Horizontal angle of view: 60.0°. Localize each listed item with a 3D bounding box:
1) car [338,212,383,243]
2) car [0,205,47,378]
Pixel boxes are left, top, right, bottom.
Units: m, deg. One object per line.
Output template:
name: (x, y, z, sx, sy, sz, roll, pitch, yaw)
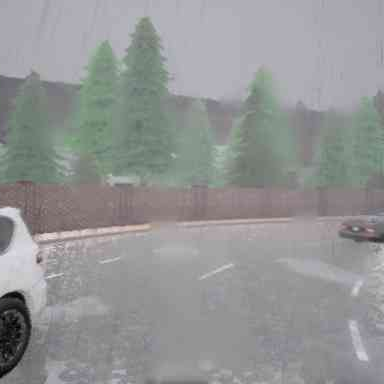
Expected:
car: (8.952, 1.565, 14.536, 5.357, 1.411, 2.033, 0, 0, -24)
car: (-3.489, 1.182, 2.663, 2.150, 2.045, 5.566, 0, 0, 9)
